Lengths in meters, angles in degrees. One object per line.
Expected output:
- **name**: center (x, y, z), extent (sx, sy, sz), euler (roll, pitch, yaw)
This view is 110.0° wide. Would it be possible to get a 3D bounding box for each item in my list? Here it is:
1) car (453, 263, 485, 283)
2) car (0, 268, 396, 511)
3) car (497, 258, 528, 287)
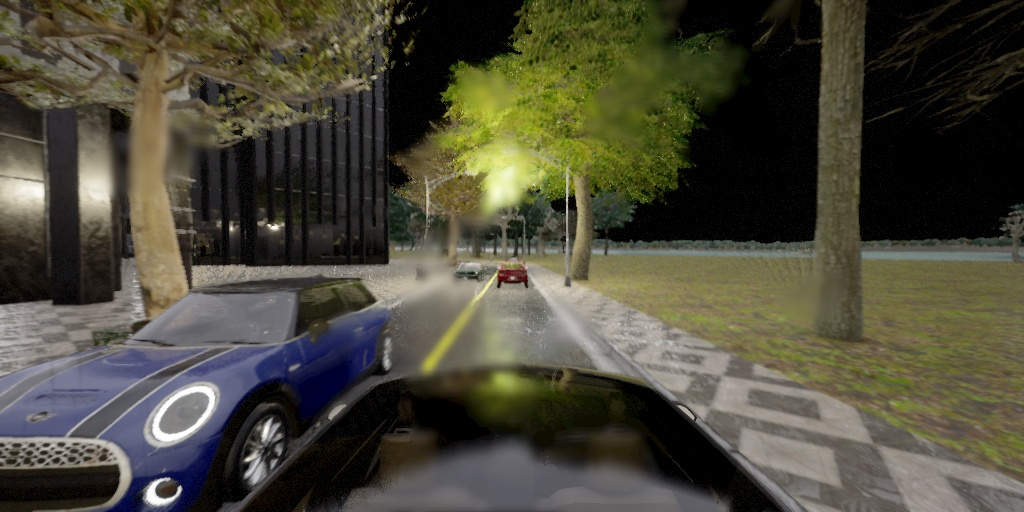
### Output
- **car**: center (-3.088, 1.200, 26.450), extent (1.895, 1.301, 4.718), euler (0, 0, 0)
- **car**: center (-3.091, 1.090, 4.396), extent (2.097, 1.767, 4.553), euler (0, 0, 0)
- **car**: center (0.044, 1.102, 23.371), extent (1.882, 1.535, 5.008), euler (0, 1, 0)
